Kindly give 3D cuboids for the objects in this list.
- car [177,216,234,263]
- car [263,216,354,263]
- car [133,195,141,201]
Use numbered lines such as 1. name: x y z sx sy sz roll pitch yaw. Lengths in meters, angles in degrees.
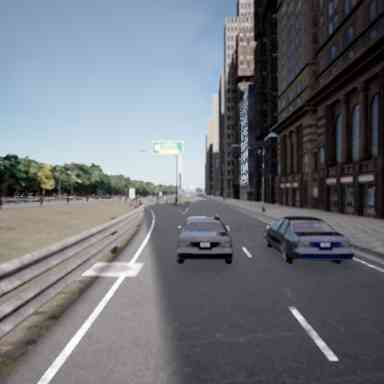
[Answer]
1. car: 0.435 1.601 12.208 2.033 1.411 5.357 0 0 1
2. car: 3.931 1.596 12.159 2.033 1.411 5.357 0 0 2
3. car: -14.201 1.674 85.617 1.837 1.490 4.892 0 0 -14
